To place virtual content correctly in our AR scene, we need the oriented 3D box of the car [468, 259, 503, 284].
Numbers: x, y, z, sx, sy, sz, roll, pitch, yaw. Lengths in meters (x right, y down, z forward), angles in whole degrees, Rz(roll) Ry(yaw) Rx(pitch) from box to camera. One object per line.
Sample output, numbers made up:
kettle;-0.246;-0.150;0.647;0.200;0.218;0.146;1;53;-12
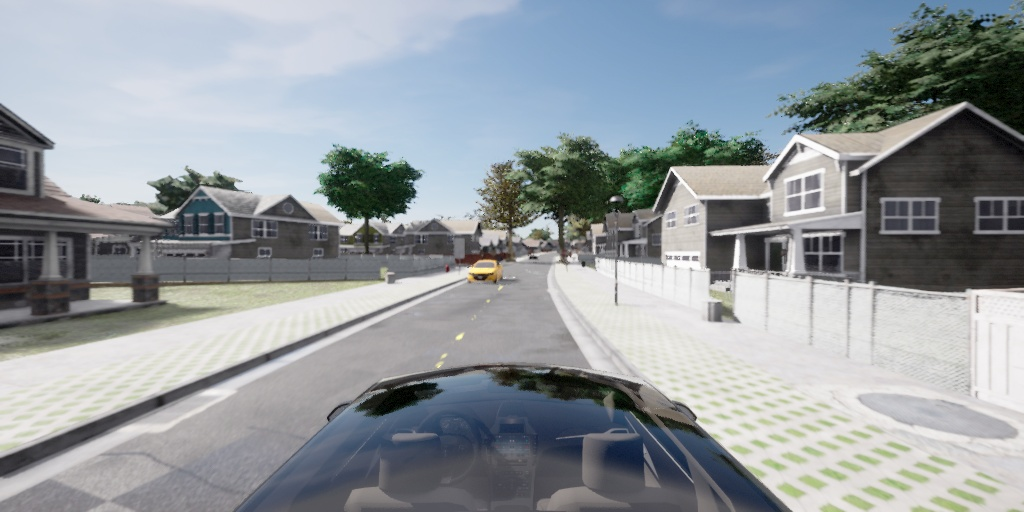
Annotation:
car;-1.746;1.022;24.731;1.882;1.535;5.008;0;1;5
